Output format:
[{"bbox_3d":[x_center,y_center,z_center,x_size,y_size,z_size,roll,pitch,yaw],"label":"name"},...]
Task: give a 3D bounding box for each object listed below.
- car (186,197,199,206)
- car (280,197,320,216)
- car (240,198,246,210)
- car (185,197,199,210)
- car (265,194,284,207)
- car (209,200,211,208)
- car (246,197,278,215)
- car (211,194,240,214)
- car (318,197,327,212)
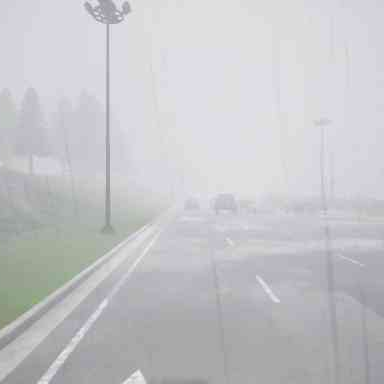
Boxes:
[{"bbox_3d":[0.017,1.547,54.994,2.033,1.411,5.357,0,0,-3],"label":"car"},{"bbox_3d":[10.546,1.503,32.909,1.837,1.490,4.892,0,0,0],"label":"car"},{"bbox_3d":[7.019,1.478,43.973,1.882,1.535,5.008,0,0,0],"label":"car"},{"bbox_3d":[0.040,1.547,43.214,2.033,1.411,5.357,0,0,0],"label":"car"},{"bbox_3d":[10.517,1.221,43.176,2.150,2.045,5.566,0,0,0],"label":"car"},{"bbox_3d":[3.481,1.526,46.042,1.812,1.442,4.674,0,0,0],"label":"car"},{"bbox_3d":[7.040,1.526,33.949,1.812,1.442,4.674,0,0,0],"label":"car"},{"bbox_3d":[3.496,1.221,35.642,2.150,2.045,5.566,0,0,1],"label":"car"},{"bbox_3d":[14.041,1.353,39.017,2.097,1.767,4.553,0,0,0],"label":"car"}]
